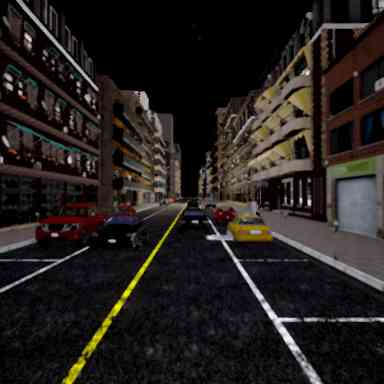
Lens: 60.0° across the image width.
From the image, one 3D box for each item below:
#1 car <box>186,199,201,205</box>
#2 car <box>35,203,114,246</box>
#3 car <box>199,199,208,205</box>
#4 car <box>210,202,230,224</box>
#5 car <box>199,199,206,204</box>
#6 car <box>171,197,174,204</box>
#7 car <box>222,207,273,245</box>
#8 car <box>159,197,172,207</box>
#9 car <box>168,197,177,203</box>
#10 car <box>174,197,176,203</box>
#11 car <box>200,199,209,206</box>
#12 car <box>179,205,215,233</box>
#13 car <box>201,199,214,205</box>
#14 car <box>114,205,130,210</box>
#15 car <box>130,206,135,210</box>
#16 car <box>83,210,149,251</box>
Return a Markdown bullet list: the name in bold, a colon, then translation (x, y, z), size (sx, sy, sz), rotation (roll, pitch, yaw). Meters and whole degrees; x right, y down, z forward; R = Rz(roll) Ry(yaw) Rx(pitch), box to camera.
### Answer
- **car**: translation (0.152, 1.918, 56.325), size (2.097, 1.767, 4.553), rotation (0, -1, 0)
- **car**: translation (-5.673, 1.479, 16.264), size (2.192, 1.841, 5.009), rotation (0, -1, 0)
- **car**: translation (2.764, 2.349, 78.245), size (1.947, 1.339, 4.313), rotation (0, -1, 0)
- **car**: translation (2.716, 1.824, 27.521), size (1.887, 1.381, 4.507), rotation (0, -1, 0)
- **car**: translation (2.775, 2.477, 89.516), size (1.802, 1.307, 4.206), rotation (0, -1, 0)
- **car**: translation (-5.622, 2.277, 72.621), size (2.008, 1.369, 4.403), rotation (0, -1, 0)
- **car**: translation (2.706, 1.693, 16.420), size (1.752, 1.417, 4.829), rotation (0, -1, 0)
- **car**: translation (-5.627, 2.221, 66.984), size (2.008, 1.369, 4.403), rotation (0, -1, 0)
- **car**: translation (-5.599, 2.264, 95.168), size (2.192, 1.841, 5.009), rotation (0, -1, 0)
- **car**: translation (-5.611, 2.382, 83.893), size (1.887, 1.381, 4.507), rotation (0, -1, 0)
- **car**: translation (2.760, 2.255, 72.779), size (1.752, 1.417, 4.829), rotation (0, -1, 0)
- **car**: translation (0.119, 1.763, 21.308), size (2.033, 1.411, 5.357), rotation (0, -1, 0)
- **car**: translation (2.738, 2.055, 50.065), size (2.008, 1.369, 4.403), rotation (0, -1, 0)
- **car**: translation (-5.669, 1.661, 21.898), size (1.967, 1.590, 4.097), rotation (0, -1, 0)
- **car**: translation (-5.664, 1.822, 27.534), size (1.887, 1.381, 4.507), rotation (0, -1, 0)
- **car**: translation (-3.074, 1.714, 14.780), size (1.994, 1.385, 4.181), rotation (0, -1, 0)
